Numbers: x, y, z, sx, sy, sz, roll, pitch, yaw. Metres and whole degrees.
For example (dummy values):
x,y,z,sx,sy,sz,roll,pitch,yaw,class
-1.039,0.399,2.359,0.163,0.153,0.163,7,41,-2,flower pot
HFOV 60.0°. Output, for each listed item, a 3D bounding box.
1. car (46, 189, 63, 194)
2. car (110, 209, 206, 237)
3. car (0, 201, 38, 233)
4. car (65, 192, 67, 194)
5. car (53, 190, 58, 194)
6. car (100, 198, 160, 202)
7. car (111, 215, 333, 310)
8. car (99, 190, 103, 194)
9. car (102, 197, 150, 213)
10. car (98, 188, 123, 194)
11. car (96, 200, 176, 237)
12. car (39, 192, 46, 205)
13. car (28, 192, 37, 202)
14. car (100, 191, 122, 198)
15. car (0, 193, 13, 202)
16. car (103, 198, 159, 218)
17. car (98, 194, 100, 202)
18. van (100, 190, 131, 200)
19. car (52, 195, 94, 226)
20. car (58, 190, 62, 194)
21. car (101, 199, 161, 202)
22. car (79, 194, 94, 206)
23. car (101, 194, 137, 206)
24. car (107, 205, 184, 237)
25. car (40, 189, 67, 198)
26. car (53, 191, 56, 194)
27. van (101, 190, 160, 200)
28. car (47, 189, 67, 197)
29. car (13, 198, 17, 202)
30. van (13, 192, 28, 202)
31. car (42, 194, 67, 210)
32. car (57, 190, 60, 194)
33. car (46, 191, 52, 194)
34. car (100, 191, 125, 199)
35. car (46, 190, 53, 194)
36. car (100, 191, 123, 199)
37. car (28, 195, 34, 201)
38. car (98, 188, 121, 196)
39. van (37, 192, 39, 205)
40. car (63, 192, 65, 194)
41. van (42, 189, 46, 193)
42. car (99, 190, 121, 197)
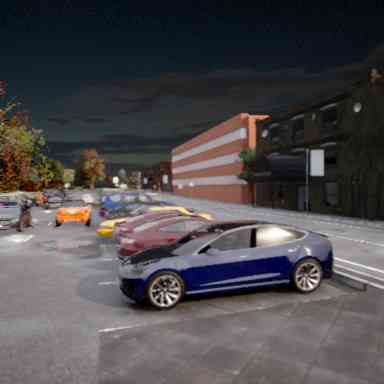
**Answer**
x,y,z,sx,sy,sz,roll,pitch,yaw,class
-29.000,0.790,66.476,5.008,1.535,2.097,-1,1,-16,car
0.033,1.413,10.158,4.674,1.452,2.002,-1,0,-16,car
-10.748,1.539,19.739,1.812,1.442,4.674,-1,1,-16,car
-31.328,0.617,74.619,4.892,1.521,2.231,-1,2,-16,car
-26.662,0.963,58.207,5.008,1.535,2.097,-1,1,-16,car
-3.053,1.344,21.031,5.008,1.535,2.097,-1,0,-16,car
0.778,1.411,7.431,4.792,1.488,2.163,-1,0,-16,car
-9.254,0.988,42.788,4.553,1.767,2.185,-1,1,-16,car
-6.907,1.320,34.638,4.674,1.452,2.002,-1,1,-16,car
-12.340,0.760,53.659,4.553,1.767,2.185,-1,1,-16,car
-1.685,1.359,15.545,5.366,1.575,1.946,-1,0,-16,car
-22.845,1.247,44.747,4.892,1.521,2.231,-1,1,-16,car
-21.236,1.236,39.203,4.553,1.767,2.185,-1,1,-16,car
-17.705,0.525,72.697,4.674,1.452,2.002,-1,1,-16,car
-17.388,1.317,25.600,5.566,2.045,2.435,-1,0,-16,car
-5.362,1.363,29.188,4.674,1.452,2.002,-1,0,-16,car
-8.445,1.170,40.083,5.008,1.535,2.097,-1,1,-16,car
-6.214,1.088,31.757,4.442,1.987,1.878,-1,1,-16,van
-8.104,1.292,23.028,2.097,1.767,4.553,-1,0,-16,car
-28.229,0.847,63.761,5.008,1.535,2.097,-1,2,-16,car
-2.273,1.351,18.316,5.008,1.535,2.097,-1,0,-16,car
-15.258,1.106,48.176,1.812,1.442,4.674,-1,1,-16,car
-9.996,1.096,45.518,4.674,1.452,2.002,-1,1,-16,car
-0.738,1.406,12.877,4.674,1.452,2.002,-1,0,-16,car
-32.036,0.307,77.219,5.566,2.045,2.435,-1,2,-16,car
-25.882,1.020,55.494,5.008,1.535,2.097,-1,2,-16,car
-4.706,1.106,26.436,4.442,1.987,1.878,-1,0,-16,van
-33.579,0.299,82.790,4.553,1.767,2.185,-1,1,-16,car
-18.178,1.558,28.324,5.008,1.535,2.097,-1,0,-16,car
-19.647,1.246,33.910,4.442,1.987,1.878,-1,1,-16,van
-16.510,1.316,40.394,1.812,1.442,4.674,-1,1,-16,car
-27.491,0.934,61.036,4.792,1.488,2.163,-1,2,-16,car
-24.350,1.134,50.060,5.008,1.535,2.097,-1,1,-16,car
-16.137,0.629,67.268,4.792,1.488,2.163,-1,1,-16,car
-25.147,0.952,52.765,4.553,1.767,2.185,-1,1,-16,car
-16.939,0.583,69.978,4.674,1.452,2.002,-1,1,-16,car
-20.559,1.447,36.595,4.792,1.488,2.163,-1,2,-16,car
-20.770,-0.004,83.568,5.566,2.045,2.435,-1,2,-16,car
-22.184,1.080,41.994,4.442,1.987,1.878,-1,2,-16,van
-29.772,0.734,69.192,4.892,1.521,2.231,-1,2,-16,car
-23.724,0.965,47.430,4.442,1.987,1.878,-1,1,-16,van
-19.246,0.369,78.132,5.008,1.535,2.097,-1,2,-16,car
